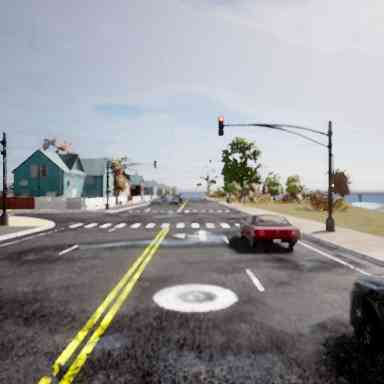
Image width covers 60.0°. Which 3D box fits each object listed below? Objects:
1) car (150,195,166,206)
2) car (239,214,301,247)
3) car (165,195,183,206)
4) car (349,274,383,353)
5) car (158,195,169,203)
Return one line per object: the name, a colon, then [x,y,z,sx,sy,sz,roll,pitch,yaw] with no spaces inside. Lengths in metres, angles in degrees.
car: [-6.514,1.769,61.577,2.033,1.411,5.357,0,0,1]
car: [3.352,1.646,15.272,1.895,1.301,4.718,0,0,0]
car: [-3.269,1.769,61.619,2.033,1.411,5.357,0,0,1]
car: [3.351,1.501,3.263,2.128,1.511,4.902,0,0,0]
car: [-6.489,1.650,77.092,2.097,1.767,4.553,0,0,0]
